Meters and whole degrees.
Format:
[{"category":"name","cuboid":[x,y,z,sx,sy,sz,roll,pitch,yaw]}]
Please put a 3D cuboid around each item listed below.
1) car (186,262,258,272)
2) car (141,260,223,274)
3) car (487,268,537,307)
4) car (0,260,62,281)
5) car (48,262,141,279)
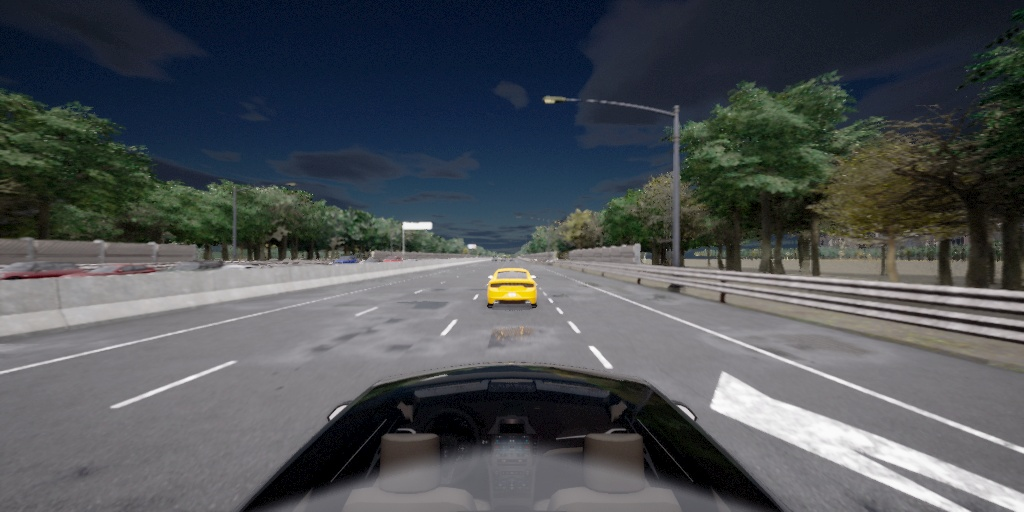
[{"category":"car","cuboid":[-17.604,1.291,22.858,1.812,1.442,4.674,0,0,0]},{"category":"car","cuboid":[-21.101,1.117,23.850,2.097,1.767,4.553,0,0,0]},{"category":"car","cuboid":[0.001,1.263,15.471,1.882,1.535,5.008,0,0,0]},{"category":"car","cuboid":[-28.100,1.114,20.935,2.097,1.767,4.553,0,0,0]},{"category":"car","cuboid":[-24.603,1.242,22.354,1.882,1.535,5.008,0,0,0]}]
